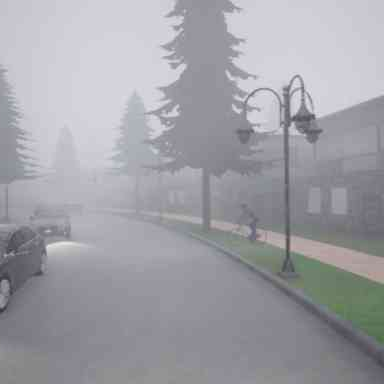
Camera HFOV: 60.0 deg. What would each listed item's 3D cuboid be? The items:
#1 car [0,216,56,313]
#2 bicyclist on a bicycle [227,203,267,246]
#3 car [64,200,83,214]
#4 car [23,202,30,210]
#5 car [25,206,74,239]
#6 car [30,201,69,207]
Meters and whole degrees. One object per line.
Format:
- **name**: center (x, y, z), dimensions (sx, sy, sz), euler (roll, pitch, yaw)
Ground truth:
- **car**: center (-4.720, 1.561, 7.620), dimensions (1.837, 1.490, 4.892), euler (-1, 0, -10)
- **bicyclist on a bicycle**: center (2.122, 1.252, 12.751), dimensions (1.656, 1.620, 0.582), euler (-1, 0, -13)
- **car**: center (-13.491, 1.613, 36.240), dimensions (1.882, 1.535, 5.008), euler (-1, 0, -38)
- **car**: center (-20.819, 1.828, 44.341), dimensions (4.718, 1.301, 1.895), euler (-1, 0, 42)
- **car**: center (-7.316, 1.641, 17.222), dimensions (1.994, 1.385, 4.181), euler (-1, 0, -20)
- **car**: center (-11.635, 1.671, 26.914), dimensions (2.033, 1.411, 5.357), euler (-1, 0, -29)
